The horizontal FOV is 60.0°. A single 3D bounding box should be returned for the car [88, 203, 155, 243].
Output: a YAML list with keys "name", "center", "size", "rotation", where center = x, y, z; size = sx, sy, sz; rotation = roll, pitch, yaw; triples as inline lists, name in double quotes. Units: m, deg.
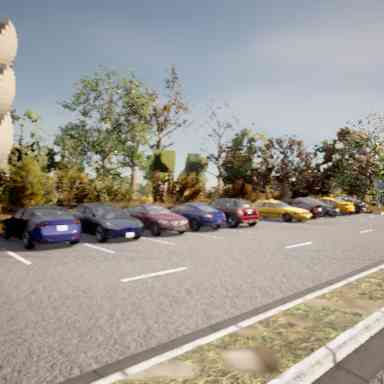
- name: "car"
  center: [-4.155, 1.321, 15.473]
  size: [2.163, 1.488, 4.792]
  rotation: [0, 1, -42]

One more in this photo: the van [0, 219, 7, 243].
- name: "van"
  center: [-8.314, 1.037, 11.866]
  size: [1.878, 1.987, 4.442]
  rotation: [1, 1, -42]

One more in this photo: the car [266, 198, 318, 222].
- name: "car"
  center: [6.121, 1.293, 24.651]
  size: [1.946, 1.575, 5.366]
  rotation: [0, 1, -42]

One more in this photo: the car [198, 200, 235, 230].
- name: "car"
  center: [-0.104, 1.341, 19.212]
  size: [2.002, 1.452, 4.674]
  rotation: [0, 1, -42]

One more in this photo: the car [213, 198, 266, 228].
- name: "car"
  center: [1.955, 1.180, 21.052]
  size: [2.185, 1.767, 4.553]
  rotation: [0, 1, -42]

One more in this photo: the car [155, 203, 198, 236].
- name: "car"
  center: [-2.141, 1.337, 17.358]
  size: [2.002, 1.452, 4.674]
  rotation: [0, 1, -42]

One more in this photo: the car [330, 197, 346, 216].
- name: "car"
  center: [10.061, 1.270, 28.509]
  size: [2.231, 1.521, 4.892]
  rotation: [0, 1, -42]

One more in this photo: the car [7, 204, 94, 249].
- name: "car"
  center: [-6.227, 1.307, 13.660]
  size: [2.163, 1.488, 4.792]
  rotation: [0, 1, -42]

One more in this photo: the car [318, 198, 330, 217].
- name: "car"
  center: [8.014, 1.313, 26.671]
  size: [2.163, 1.488, 4.792]
  rotation: [0, 1, -42]

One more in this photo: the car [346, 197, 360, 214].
- name: "car"
  center: [12.101, 1.254, 30.357]
  size: [2.097, 1.535, 5.008]
  rotation: [0, 1, -42]

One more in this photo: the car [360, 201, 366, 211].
- name: "car"
  center: [14.136, 1.236, 32.214]
  size: [2.231, 1.521, 4.892]
  rotation: [-1, 1, -42]
